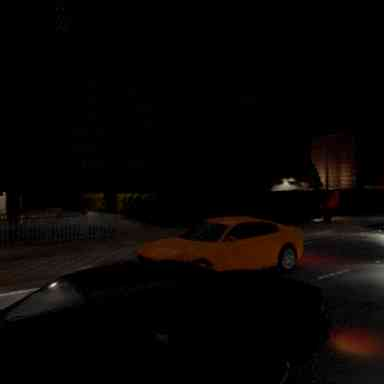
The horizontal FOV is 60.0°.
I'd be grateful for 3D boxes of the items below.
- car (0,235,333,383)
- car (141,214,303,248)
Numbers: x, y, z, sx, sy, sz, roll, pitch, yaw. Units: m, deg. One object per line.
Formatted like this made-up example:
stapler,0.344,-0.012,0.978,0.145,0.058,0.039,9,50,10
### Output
car,-0.707,1.543,3.489,5.357,1.411,2.033,-1,0,-36
car,0.930,1.425,9.001,5.008,1.535,1.882,-1,1,-36
